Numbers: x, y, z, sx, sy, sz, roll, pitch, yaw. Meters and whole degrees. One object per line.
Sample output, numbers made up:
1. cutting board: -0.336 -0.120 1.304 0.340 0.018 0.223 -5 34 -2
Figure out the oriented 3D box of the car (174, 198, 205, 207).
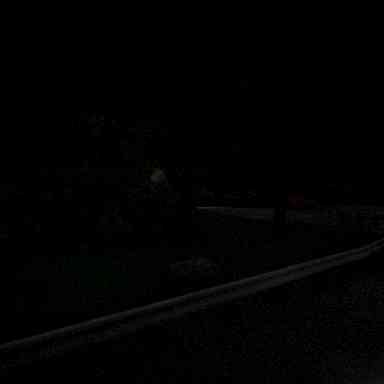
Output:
1. car: -0.358 1.615 51.255 4.718 1.301 1.895 0 0 37
